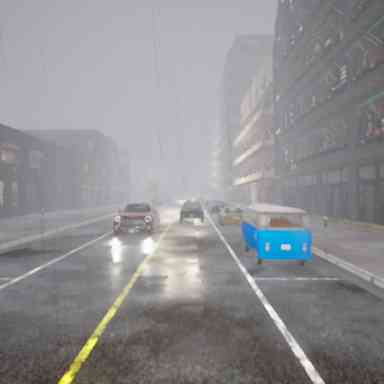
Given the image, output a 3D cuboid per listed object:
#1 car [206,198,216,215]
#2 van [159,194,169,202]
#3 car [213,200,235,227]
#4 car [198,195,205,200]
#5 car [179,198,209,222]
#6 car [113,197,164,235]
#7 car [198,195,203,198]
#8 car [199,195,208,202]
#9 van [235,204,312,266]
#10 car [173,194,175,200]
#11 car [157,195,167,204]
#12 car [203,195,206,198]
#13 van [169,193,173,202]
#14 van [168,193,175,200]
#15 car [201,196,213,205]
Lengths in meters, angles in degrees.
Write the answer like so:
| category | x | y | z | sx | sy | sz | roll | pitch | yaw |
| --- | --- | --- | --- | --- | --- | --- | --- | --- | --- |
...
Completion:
| category | x | y | z | sx | sy | sz | roll | pitch | yaw |
| --- | --- | --- | --- | --- | --- | --- | --- | --- | --- |
| car | 2.684 | 1.577 | 33.706 | 1.947 | 1.339 | 4.313 | 1 | 0 | 0 |
| van | -5.707 | 1.340 | 61.564 | 1.690 | 1.788 | 3.998 | 1 | 0 | 0 |
| car | 2.690 | 1.536 | 22.714 | 1.752 | 1.417 | 4.829 | 1 | 0 | 0 |
| car | 2.652 | 1.549 | 95.093 | 1.802 | 1.307 | 4.206 | 1 | 0 | 0 |
| car | 0.004 | 1.503 | 26.204 | 2.128 | 1.511 | 4.902 | 0 | 0 | 0 |
| car | -3.018 | 1.359 | 18.916 | 2.097 | 1.767 | 4.553 | 0 | 0 | 0 |
| car | 0.056 | 1.500 | 45.182 | 2.128 | 1.511 | 4.902 | 0 | 0 | 0 |
| car | 2.663 | 1.427 | 78.351 | 1.967 | 1.590 | 4.097 | 1 | 0 | 0 |
| van | 2.698 | 1.348 | 11.383 | 1.690 | 1.788 | 3.998 | 1 | 0 | 0 |
| car | -5.722 | 1.525 | 83.885 | 1.887 | 1.381 | 4.507 | 1 | 0 | 0 |
| car | -5.708 | 1.568 | 55.983 | 1.947 | 1.339 | 4.313 | 1 | 0 | 0 |
| car | 2.676 | 1.550 | 50.449 | 1.887 | 1.381 | 4.507 | 1 | 0 | 0 |
| van | -5.713 | 1.332 | 72.724 | 1.690 | 1.788 | 3.998 | 1 | 0 | 0 |
| van | -5.724 | 1.308 | 95.045 | 1.690 | 1.788 | 3.998 | 1 | 0 | 0 |
| car | 2.670 | 1.551 | 61.610 | 2.008 | 1.369 | 4.403 | 1 | 0 | 0 |
